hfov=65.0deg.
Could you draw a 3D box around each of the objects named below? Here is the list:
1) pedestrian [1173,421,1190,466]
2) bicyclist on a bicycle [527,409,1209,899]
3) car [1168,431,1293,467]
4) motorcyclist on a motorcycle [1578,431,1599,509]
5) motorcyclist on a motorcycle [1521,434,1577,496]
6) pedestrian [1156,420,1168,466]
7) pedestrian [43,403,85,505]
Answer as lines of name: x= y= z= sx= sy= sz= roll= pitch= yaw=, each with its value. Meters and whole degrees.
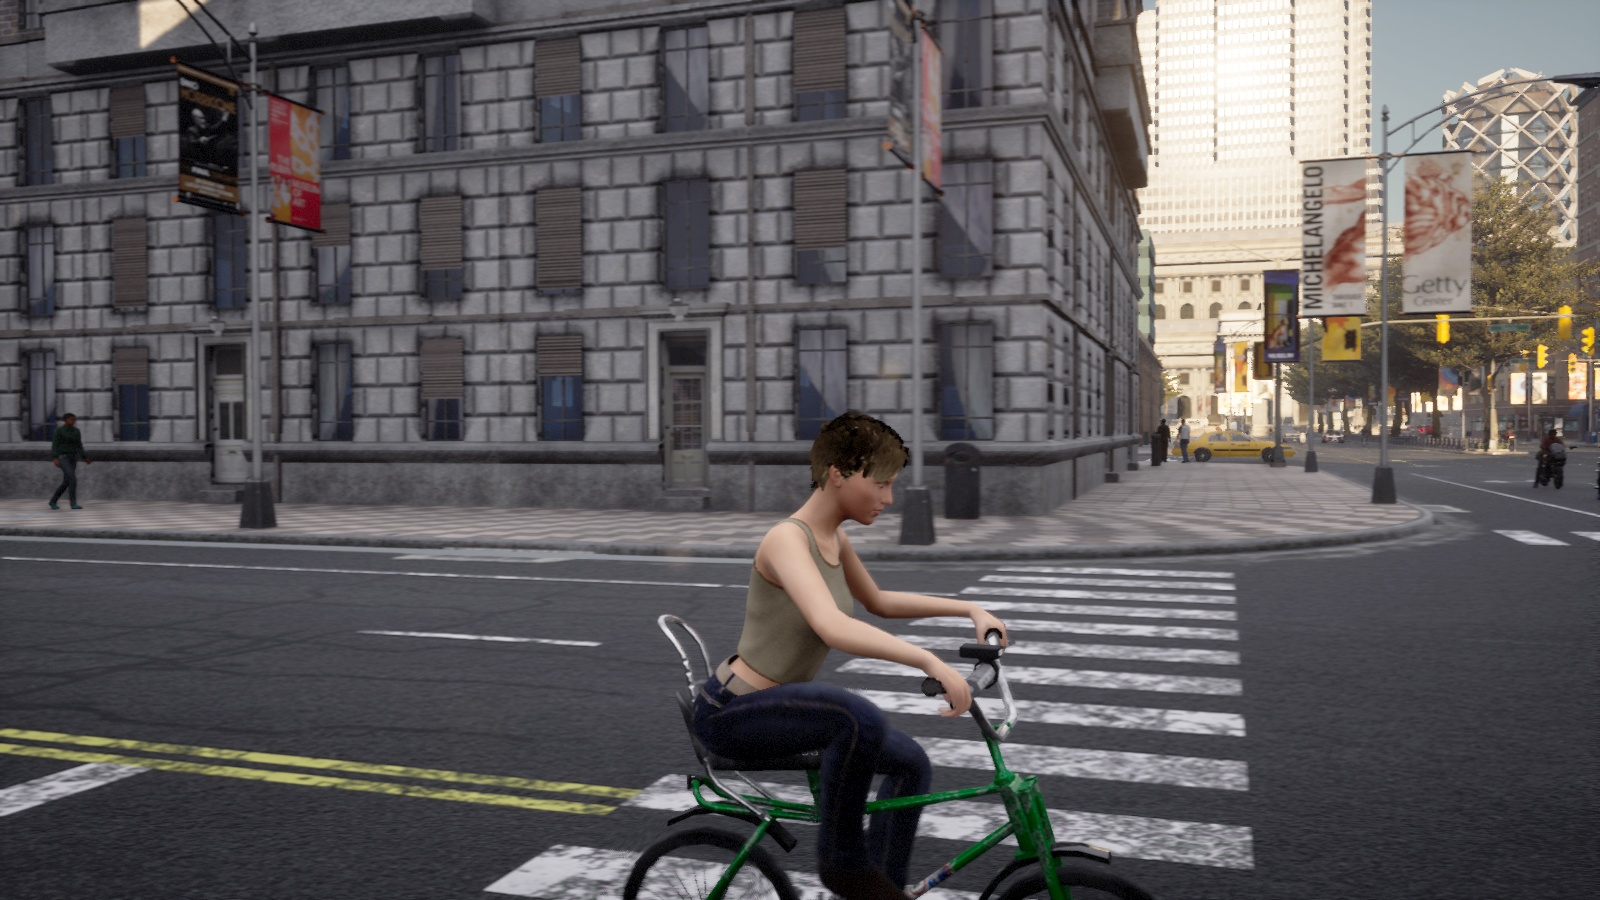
pedestrian: x=15.652 y=-0.282 z=51.491 sx=0.354 sy=1.836 sz=0.706 roll=0 pitch=1 yaw=-14
bicyclist on a bicycle: x=0.211 y=0.714 z=3.126 sx=1.509 sy=1.612 sz=0.866 roll=1 pitch=1 yaw=19
car: x=19.734 y=-0.085 z=57.752 sx=5.366 sy=1.575 sz=1.801 roll=1 pitch=1 yaw=18
motorcyclist on a motorcycle: x=17.395 y=0.413 z=26.808 sx=0.766 sy=1.649 sz=2.350 roll=1 pitch=1 yaw=18
motorcyclist on a motorcycle: x=19.138 y=0.366 z=32.136 sx=0.797 sy=1.523 sz=2.044 roll=1 pitch=1 yaw=18
pedestrian: x=15.122 y=-0.301 z=52.495 sx=0.395 sy=1.930 sz=0.692 roll=1 pitch=1 yaw=23
pedestrian: x=-13.444 y=0.065 z=22.935 sx=0.614 sy=1.847 sz=0.353 roll=1 pitch=1 yaw=23
